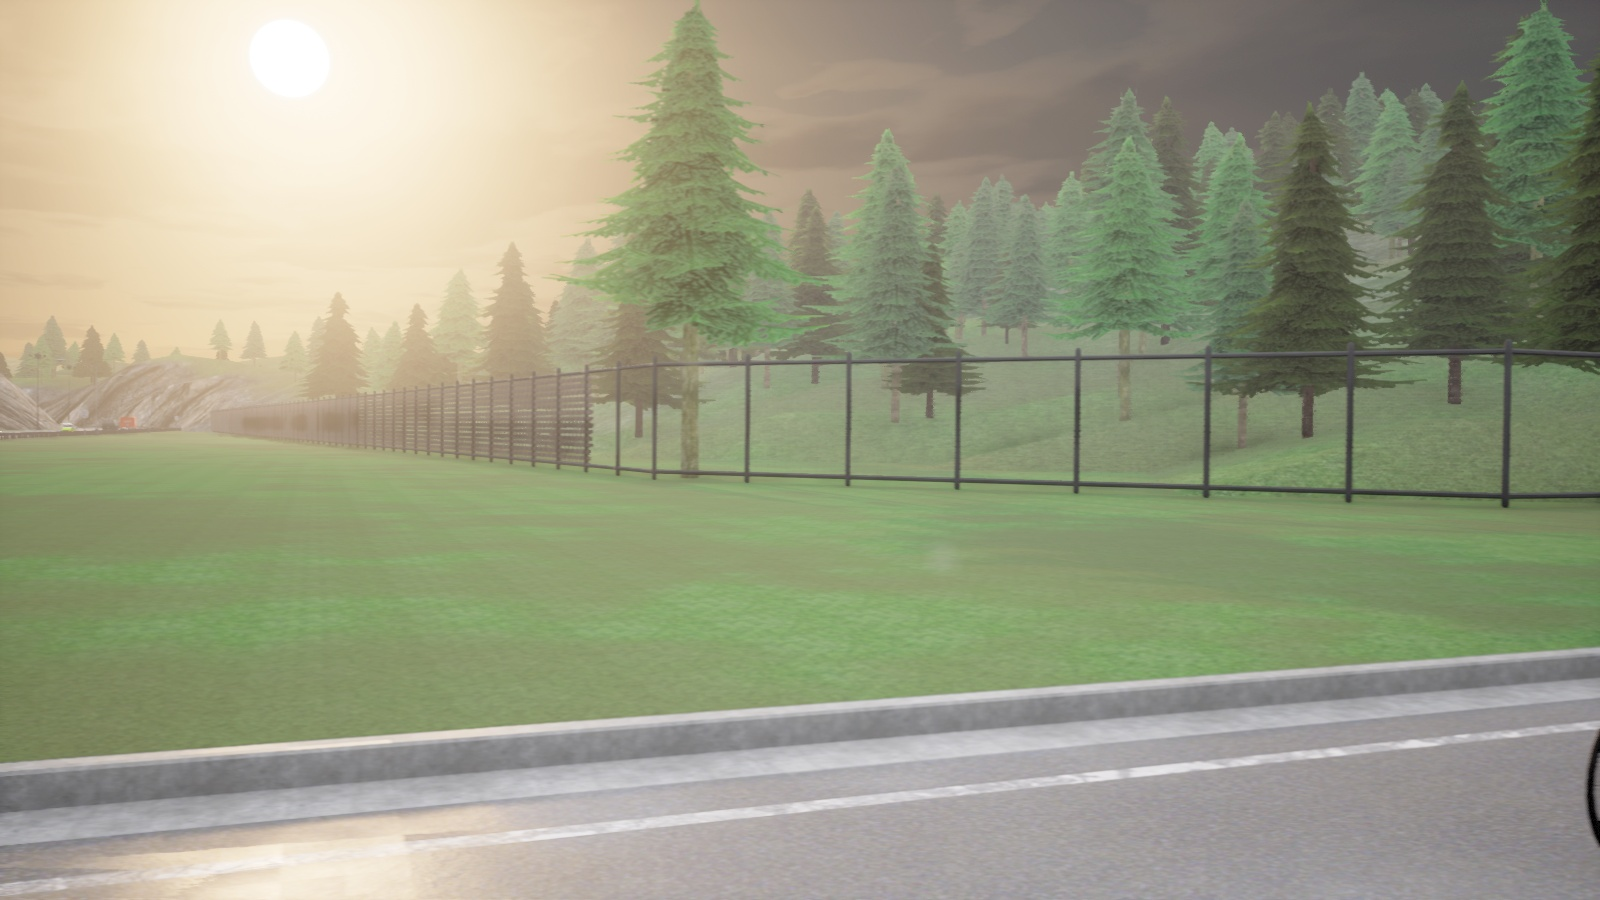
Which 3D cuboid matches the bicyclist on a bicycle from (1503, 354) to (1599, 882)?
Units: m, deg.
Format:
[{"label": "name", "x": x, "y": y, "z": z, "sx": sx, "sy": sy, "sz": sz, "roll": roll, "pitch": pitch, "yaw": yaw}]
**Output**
[{"label": "bicyclist on a bicycle", "x": 3.535, "y": 0.556, "z": 4.580, "sx": 1.843, "sy": 1.776, "sz": 0.659, "roll": -1, "pitch": 1, "yaw": -21}]
